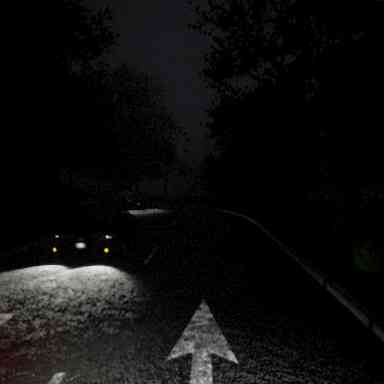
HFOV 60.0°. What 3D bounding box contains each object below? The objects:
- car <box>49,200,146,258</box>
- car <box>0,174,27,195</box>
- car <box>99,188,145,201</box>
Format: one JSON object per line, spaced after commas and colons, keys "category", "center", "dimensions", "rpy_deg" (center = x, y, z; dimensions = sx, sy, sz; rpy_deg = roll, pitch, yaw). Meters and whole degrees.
{"category": "car", "center": [-2.974, 1.192, 10.991], "dimensions": [1.994, 1.385, 4.181], "rpy_deg": [0, 2, 2]}
{"category": "car", "center": [-19.857, -0.864, 33.962], "dimensions": [5.566, 2.045, 2.150], "rpy_deg": [4, 1, 4]}
{"category": "car", "center": [-5.575, 0.472, 26.080], "dimensions": [4.674, 1.442, 1.812], "rpy_deg": [5, 3, 44]}
